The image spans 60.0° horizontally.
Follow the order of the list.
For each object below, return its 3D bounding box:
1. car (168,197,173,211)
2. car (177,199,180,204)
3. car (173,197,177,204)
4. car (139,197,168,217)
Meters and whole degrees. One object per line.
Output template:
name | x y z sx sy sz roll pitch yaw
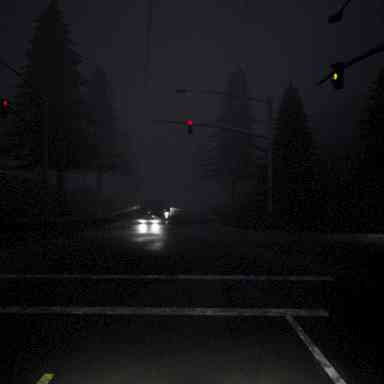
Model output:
car | -3.663 1.477 40.235 1.882 1.535 5.008 0 0 0
car | -4.122 1.563 61.576 1.994 1.385 4.181 0 0 -39
car | -3.955 1.491 50.385 2.128 1.511 4.902 0 0 -7
car | -3.664 1.491 30.732 2.128 1.511 4.902 0 0 0
